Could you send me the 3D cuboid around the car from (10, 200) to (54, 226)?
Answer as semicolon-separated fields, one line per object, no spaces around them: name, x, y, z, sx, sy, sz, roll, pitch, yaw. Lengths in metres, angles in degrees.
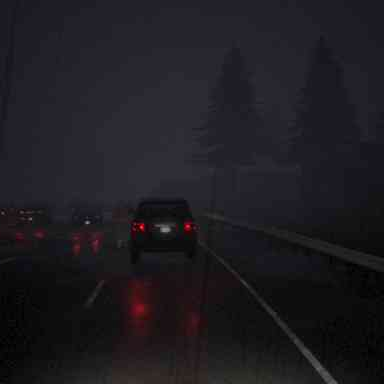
car;-11.074;1.527;23.734;2.128;1.511;4.902;0;0;-16

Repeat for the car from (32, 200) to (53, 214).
car;-16.852;1.617;37.384;1.994;1.385;4.181;0;0;-27

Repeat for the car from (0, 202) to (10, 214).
car;-18.187;1.662;32.539;1.895;1.301;4.718;0;0;-25

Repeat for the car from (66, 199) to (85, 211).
car;-13.222;1.513;38.011;1.882;1.535;5.008;0;0;-27

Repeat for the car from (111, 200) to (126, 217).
car;-6.557;1.536;31.910;1.812;1.442;4.674;0;0;-21

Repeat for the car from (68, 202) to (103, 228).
car;-7.105;1.619;22.787;1.895;1.301;4.718;0;0;-16

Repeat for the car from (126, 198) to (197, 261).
car;-1.198;1.219;12.585;2.150;2.045;5.566;0;0;-9
